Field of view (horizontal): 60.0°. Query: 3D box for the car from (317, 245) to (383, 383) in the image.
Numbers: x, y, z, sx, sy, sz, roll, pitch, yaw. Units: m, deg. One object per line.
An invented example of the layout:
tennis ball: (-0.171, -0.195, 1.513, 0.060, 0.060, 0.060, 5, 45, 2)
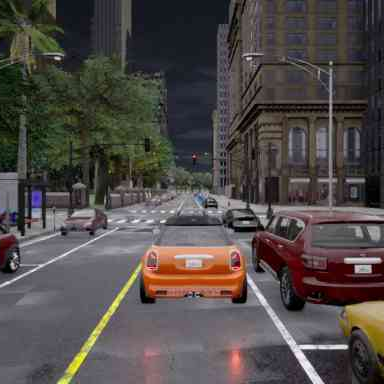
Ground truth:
car: (2.753, 1.525, 2.450, 1.752, 1.417, 4.829, 0, 0, 0)

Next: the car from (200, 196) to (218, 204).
car: (2.530, 1.543, 44.992, 1.947, 1.339, 4.313, 0, 0, 0)

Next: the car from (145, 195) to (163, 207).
car: (-6.024, 1.523, 50.387, 2.008, 1.369, 4.403, 0, 0, 0)

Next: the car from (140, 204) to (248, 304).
car: (0.033, 1.350, 8.326, 2.097, 1.767, 4.553, 0, 0, 0)

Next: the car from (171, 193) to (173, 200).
car: (-6.167, 1.256, 77.488, 2.192, 1.841, 5.009, 0, 0, 0)

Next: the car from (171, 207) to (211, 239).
car: (-0.030, 1.595, 18.145, 1.895, 1.301, 4.718, 0, 0, 0)

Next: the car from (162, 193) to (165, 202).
car: (-6.053, 1.408, 55.807, 1.967, 1.590, 4.097, 0, 0, 0)

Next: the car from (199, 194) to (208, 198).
car: (2.472, 1.493, 56.002, 1.752, 1.417, 4.829, 0, 0, 0)

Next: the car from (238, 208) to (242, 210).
car: (2.668, 1.560, 18.555, 1.947, 1.339, 4.313, 0, 0, 0)

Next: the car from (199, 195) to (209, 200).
car: (2.501, 1.539, 50.412, 1.947, 1.339, 4.313, 0, 0, 0)

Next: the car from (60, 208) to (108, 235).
car: (-5.857, 1.576, 18.528, 1.802, 1.307, 4.206, 0, 0, 0)

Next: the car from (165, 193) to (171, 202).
car: (-6.138, 1.389, 72.068, 1.967, 1.590, 4.097, 0, 0, 0)

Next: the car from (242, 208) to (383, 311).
car: (2.724, 1.313, 7.705, 2.192, 1.841, 5.009, 0, 0, 0)

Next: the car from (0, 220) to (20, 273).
car: (-5.801, 1.438, 7.676, 1.967, 1.590, 4.097, 0, 0, 0)

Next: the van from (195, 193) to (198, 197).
van: (2.330, 1.274, 82.934, 1.690, 1.788, 3.998, 0, 0, 0)

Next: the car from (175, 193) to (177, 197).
car: (-6.252, 1.229, 93.749, 2.192, 1.841, 5.009, 0, 0, 0)
